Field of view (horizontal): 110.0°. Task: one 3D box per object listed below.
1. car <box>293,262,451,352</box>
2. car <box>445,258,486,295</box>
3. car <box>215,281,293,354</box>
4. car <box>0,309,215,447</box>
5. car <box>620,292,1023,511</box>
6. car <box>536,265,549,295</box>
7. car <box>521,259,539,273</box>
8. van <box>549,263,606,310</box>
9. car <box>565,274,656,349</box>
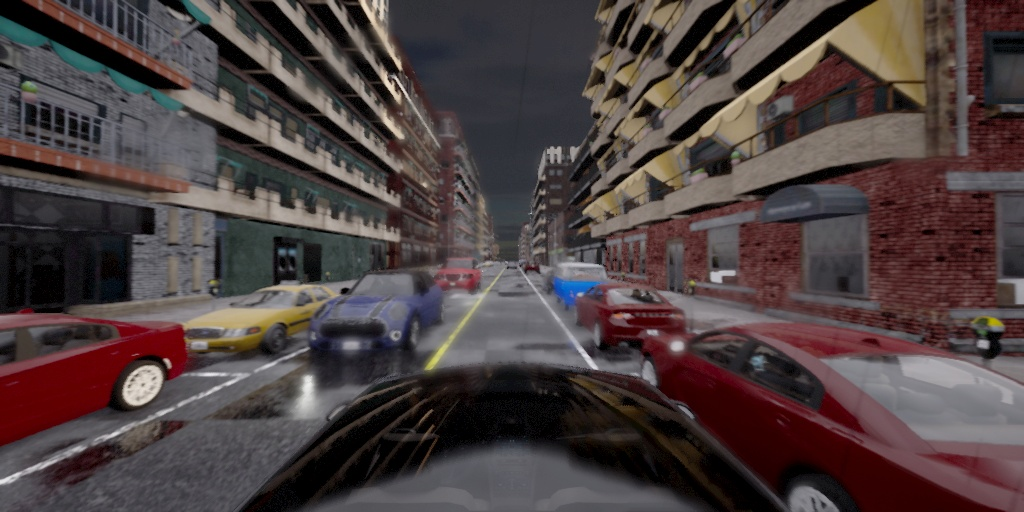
[{"bbox_3d":[-3.094,1.150,9.165,2.097,1.767,4.553,0,0,0],"label":"car"},{"bbox_3d":[-3.011,1.100,21.039,2.150,2.045,5.566,0,-1,0],"label":"car"},{"bbox_3d":[-5.690,1.322,8.925,1.751,1.417,4.829,0,0,0],"label":"car"},{"bbox_3d":[-5.690,1.305,3.433,1.888,1.381,4.507,0,0,0],"label":"car"},{"bbox_3d":[2.691,1.307,3.435,1.888,1.381,4.507,0,0,0],"label":"car"},{"bbox_3d":[2.688,1.424,20.421,2.007,1.370,4.403,0,0,0],"label":"car"},{"bbox_3d":[2.684,1.388,48.730,2.192,1.841,5.009,0,0,0],"label":"car"},{"bbox_3d":[2.689,1.177,14.759,1.690,1.789,3.998,0,0,0],"label":"van"},{"bbox_3d":[2.690,1.344,9.096,1.888,1.381,4.507,0,0,0],"label":"car"}]
